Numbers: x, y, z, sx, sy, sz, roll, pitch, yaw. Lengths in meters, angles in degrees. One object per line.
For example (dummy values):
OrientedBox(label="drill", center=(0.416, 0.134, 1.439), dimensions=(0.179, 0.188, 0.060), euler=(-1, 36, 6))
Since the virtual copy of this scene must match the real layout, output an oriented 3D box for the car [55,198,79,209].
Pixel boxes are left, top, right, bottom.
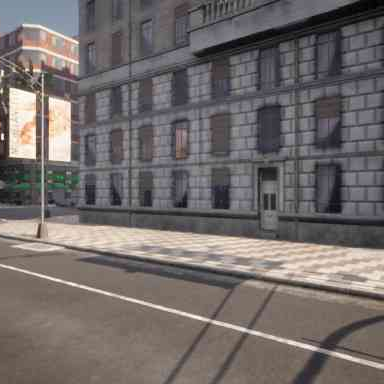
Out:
OrientedBox(label="car", center=(-16.393, 1.547, 46.812), dimensions=(2.033, 1.411, 5.357), euler=(0, 0, 36))
